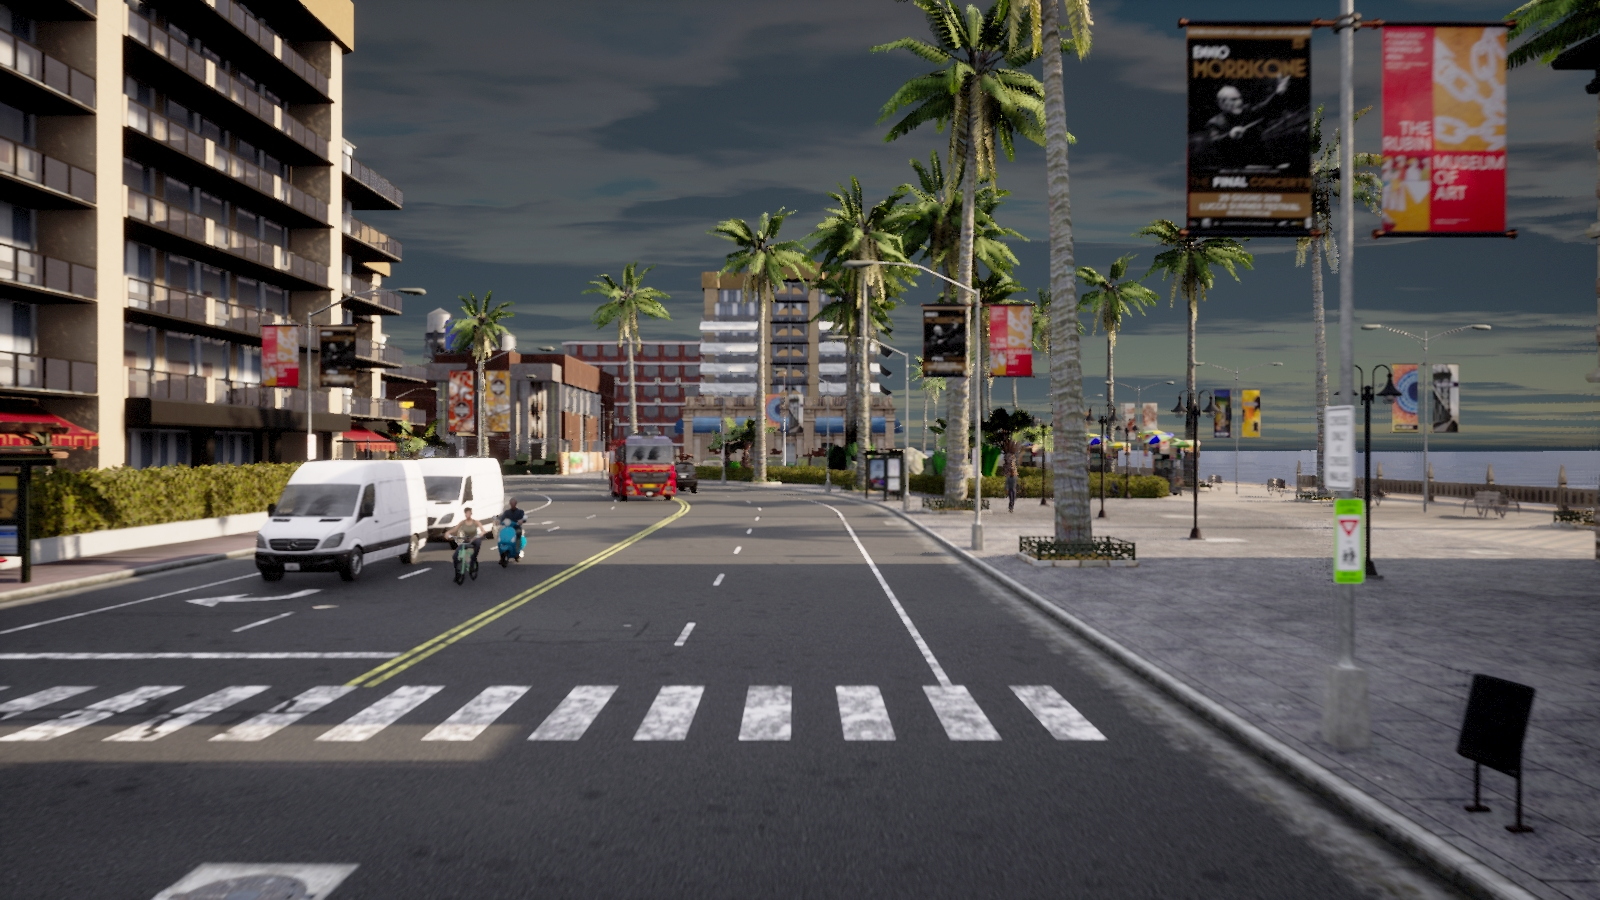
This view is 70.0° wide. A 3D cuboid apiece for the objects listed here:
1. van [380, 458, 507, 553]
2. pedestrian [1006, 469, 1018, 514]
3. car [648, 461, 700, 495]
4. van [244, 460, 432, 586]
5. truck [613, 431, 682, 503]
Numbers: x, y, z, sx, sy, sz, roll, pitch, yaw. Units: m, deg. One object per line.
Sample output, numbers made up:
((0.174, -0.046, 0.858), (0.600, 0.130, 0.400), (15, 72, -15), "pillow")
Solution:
((-10.500, 1.534, 34.198), (1.988, 2.561, 5.915), (0, 0, 0), "van")
((8.698, 1.696, 46.940), (0.375, 1.860, 0.375), (0, 0, -7), "pedestrian")
((-8.238, 1.779, 74.378), (2.150, 2.045, 5.566), (0, 0, -19), "car")
((-10.494, 1.534, 26.538), (1.988, 2.561, 5.915), (0, 0, 0), "van")
((-8.759, 0.890, 64.800), (2.891, 3.827, 8.468), (0, 0, -15), "truck")
